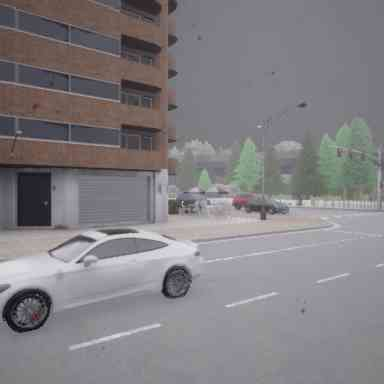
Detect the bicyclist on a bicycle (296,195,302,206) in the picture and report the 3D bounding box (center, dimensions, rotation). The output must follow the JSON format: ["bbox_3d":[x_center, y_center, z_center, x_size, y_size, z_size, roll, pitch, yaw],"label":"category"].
[{"bbox_3d":[15.294,1.245,47.289,1.656,1.620,0.582,0,0,-36],"label":"bicyclist on a bicycle"}]

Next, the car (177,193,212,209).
[{"bbox_3d":[0.163,1.167,43.292,2.150,2.045,5.566,0,0,-38],"label":"car"}]

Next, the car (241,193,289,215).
[{"bbox_3d":[7.485,1.297,33.304,2.097,1.767,4.553,0,0,-36],"label":"car"}]

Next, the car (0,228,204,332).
[{"bbox_3d":[-1.868,1.526,6.949,4.674,1.442,1.812,0,0,-36],"label":"car"}]

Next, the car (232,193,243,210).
[{"bbox_3d":[7.231,1.166,39.643,2.150,2.045,5.566,0,0,-36],"label":"car"}]
